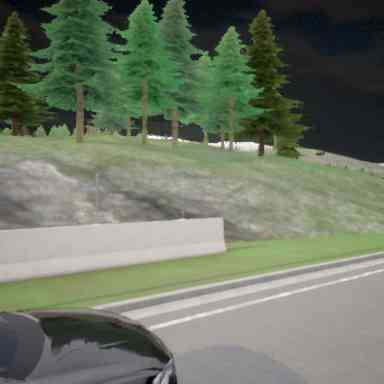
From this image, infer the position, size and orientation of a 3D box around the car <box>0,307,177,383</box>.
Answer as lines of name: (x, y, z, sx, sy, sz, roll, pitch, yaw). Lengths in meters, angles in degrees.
car: (-2.360, 1.498, 2.099, 4.902, 1.511, 2.128, 0, 0, -34)
